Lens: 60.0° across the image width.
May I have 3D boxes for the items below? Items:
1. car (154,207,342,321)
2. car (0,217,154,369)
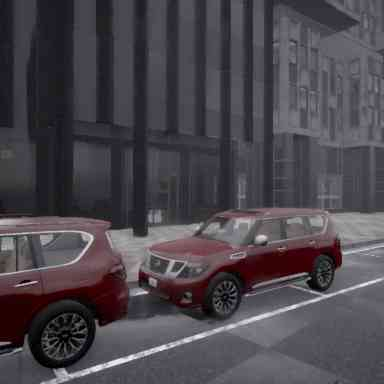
[{"bbox_3d":[1.343,1.314,7.479,5.009,1.841,2.192,0,0,-35],"label":"car"},{"bbox_3d":[-3.254,1.315,4.211,5.009,1.841,2.192,0,0,-35],"label":"car"}]
